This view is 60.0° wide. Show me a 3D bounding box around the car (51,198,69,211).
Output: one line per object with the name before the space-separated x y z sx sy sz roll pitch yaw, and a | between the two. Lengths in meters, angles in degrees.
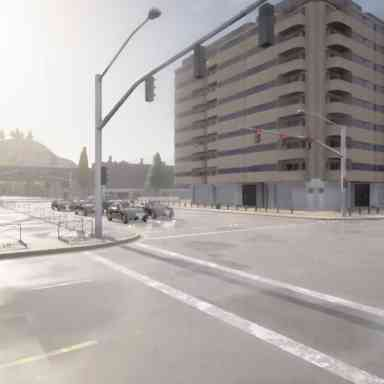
car | -16.146 1.547 41.402 2.128 1.511 4.902 0 0 -35

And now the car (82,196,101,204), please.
car | -19.630 1.533 64.822 1.882 1.535 5.008 0 0 -35

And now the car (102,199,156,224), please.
car | -5.094 1.547 25.773 2.128 1.511 4.902 0 0 -35

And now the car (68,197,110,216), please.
car | -10.341 1.547 33.186 2.128 1.511 4.902 0 0 -35

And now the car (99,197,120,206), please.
car | -14.233 1.581 57.197 1.812 1.442 4.674 0 0 -35

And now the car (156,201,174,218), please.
car | -3.427 1.547 29.477 2.128 1.511 4.902 0 0 -35

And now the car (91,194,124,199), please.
car | -9.127 1.277 37.528 2.150 2.045 5.566 0 0 -35

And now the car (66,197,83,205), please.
car | -22.039 1.619 62.167 1.994 1.385 4.181 0 0 -35
